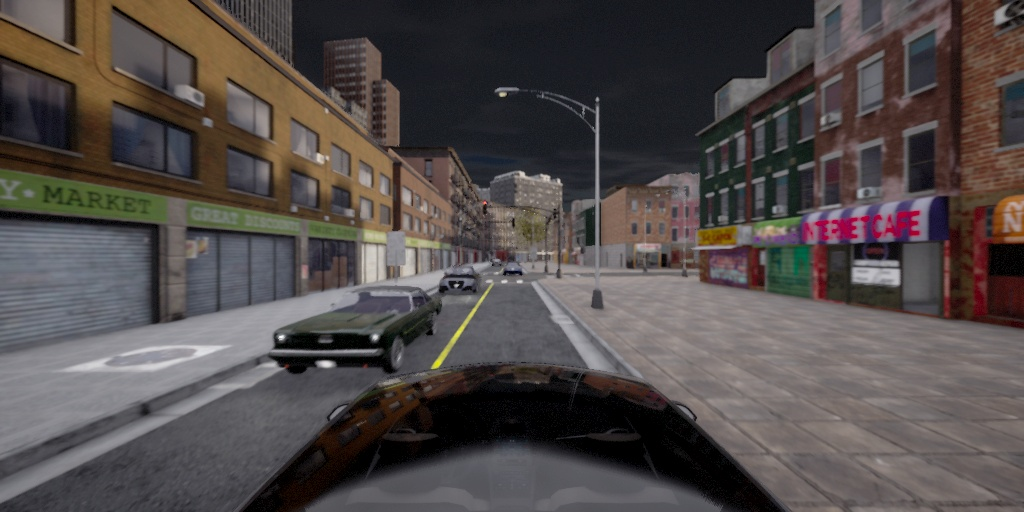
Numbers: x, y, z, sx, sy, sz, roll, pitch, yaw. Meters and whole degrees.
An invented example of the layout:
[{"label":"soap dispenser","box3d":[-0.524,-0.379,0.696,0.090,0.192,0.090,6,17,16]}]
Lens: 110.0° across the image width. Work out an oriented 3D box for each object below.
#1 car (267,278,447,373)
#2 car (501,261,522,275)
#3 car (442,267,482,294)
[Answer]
[{"label":"car","box3d":[-2.841,1.345,7.685,1.895,1.301,4.718,0,0,0]},{"label":"car","box3d":[0.096,1.277,38.437,1.994,1.385,4.181,0,0,0]},{"label":"car","box3d":[-2.797,1.295,20.081,1.994,1.385,4.181,0,0,0]}]
